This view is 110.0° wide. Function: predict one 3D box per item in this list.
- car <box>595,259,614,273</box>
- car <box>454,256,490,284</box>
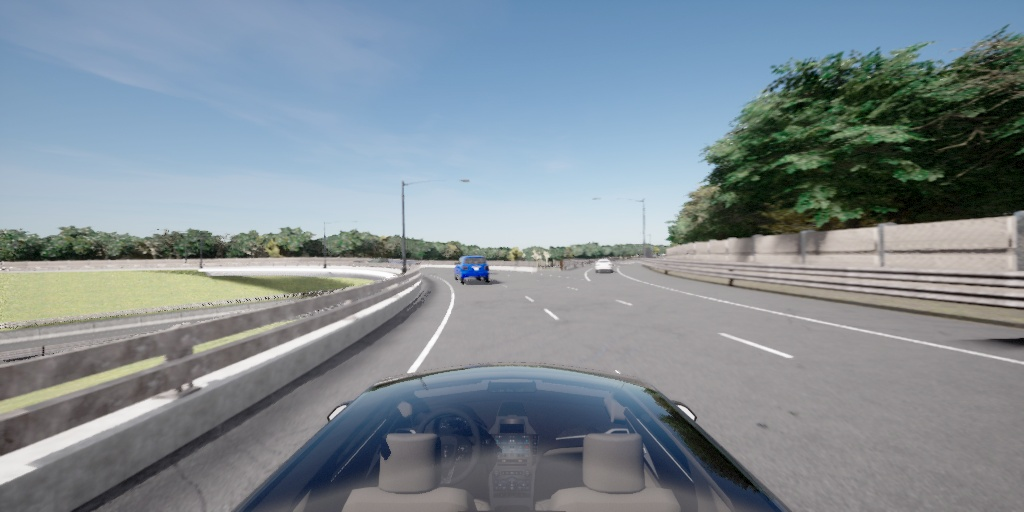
[{"bbox_3d":[10.388,1.078,40.427,1.812,1.442,4.674,-1,0,15],"label":"car"},{"bbox_3d":[-3.219,1.030,28.097,2.150,2.045,5.566,-1,0,-15],"label":"car"}]
